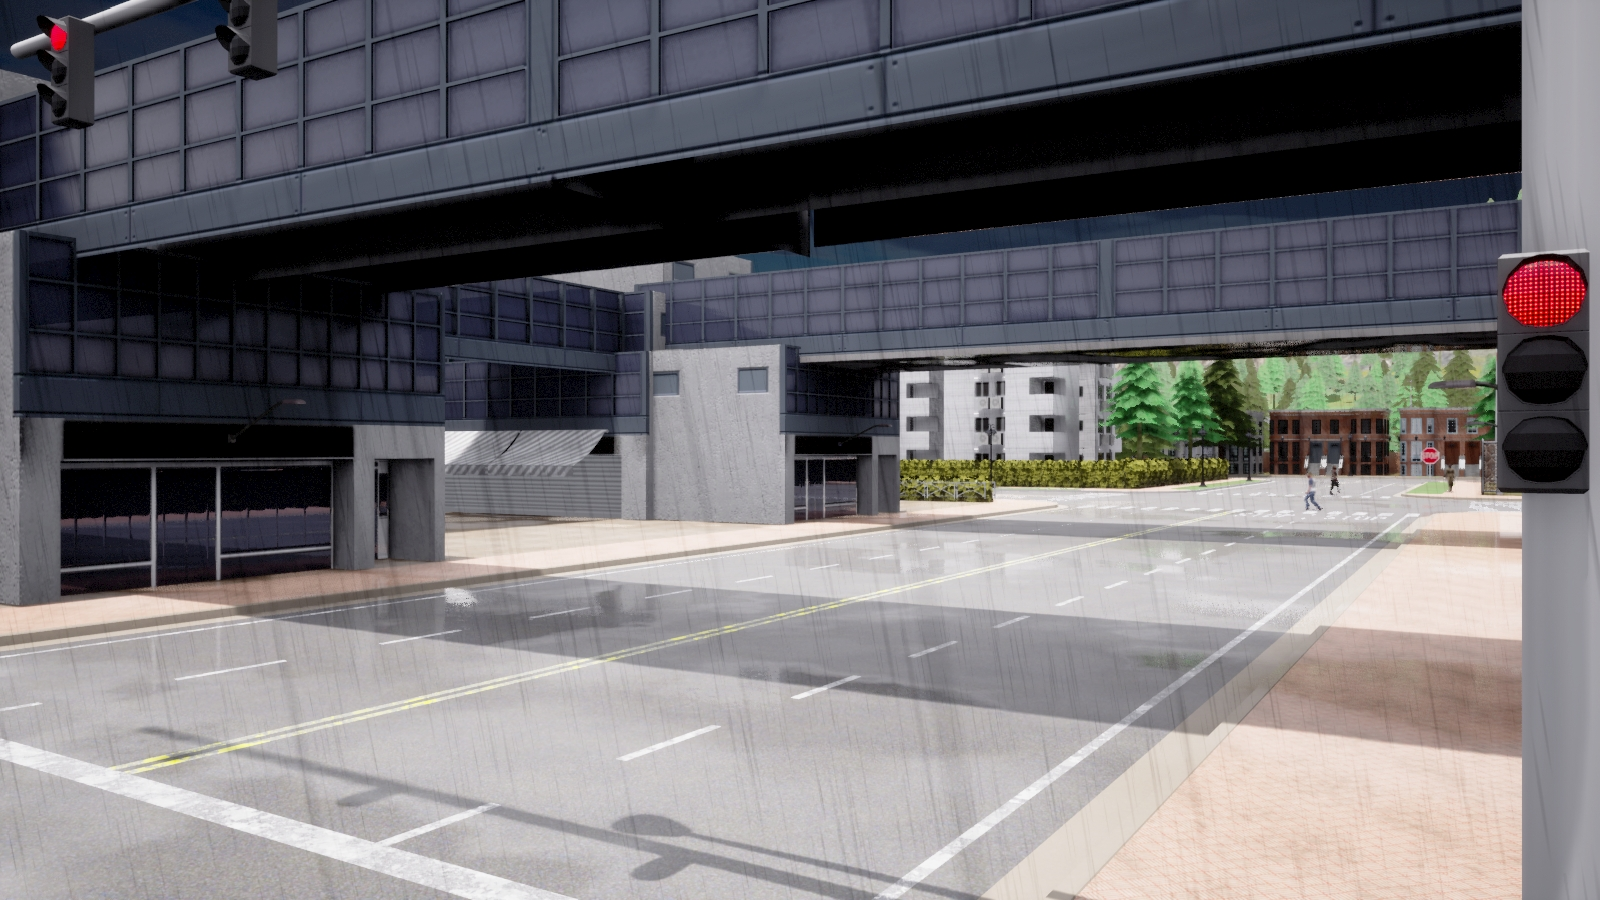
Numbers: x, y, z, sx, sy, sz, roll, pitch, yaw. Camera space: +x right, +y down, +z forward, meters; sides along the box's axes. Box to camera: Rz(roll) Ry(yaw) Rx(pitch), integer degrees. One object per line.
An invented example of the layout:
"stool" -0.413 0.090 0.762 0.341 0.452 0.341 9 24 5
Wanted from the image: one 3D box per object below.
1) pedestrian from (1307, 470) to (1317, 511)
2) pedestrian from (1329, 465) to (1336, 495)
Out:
"pedestrian" 23.401 1.848 52.207 0.375 1.860 0.375 0 0 31
"pedestrian" 32.553 1.837 69.860 0.375 1.860 0.375 0 0 31
